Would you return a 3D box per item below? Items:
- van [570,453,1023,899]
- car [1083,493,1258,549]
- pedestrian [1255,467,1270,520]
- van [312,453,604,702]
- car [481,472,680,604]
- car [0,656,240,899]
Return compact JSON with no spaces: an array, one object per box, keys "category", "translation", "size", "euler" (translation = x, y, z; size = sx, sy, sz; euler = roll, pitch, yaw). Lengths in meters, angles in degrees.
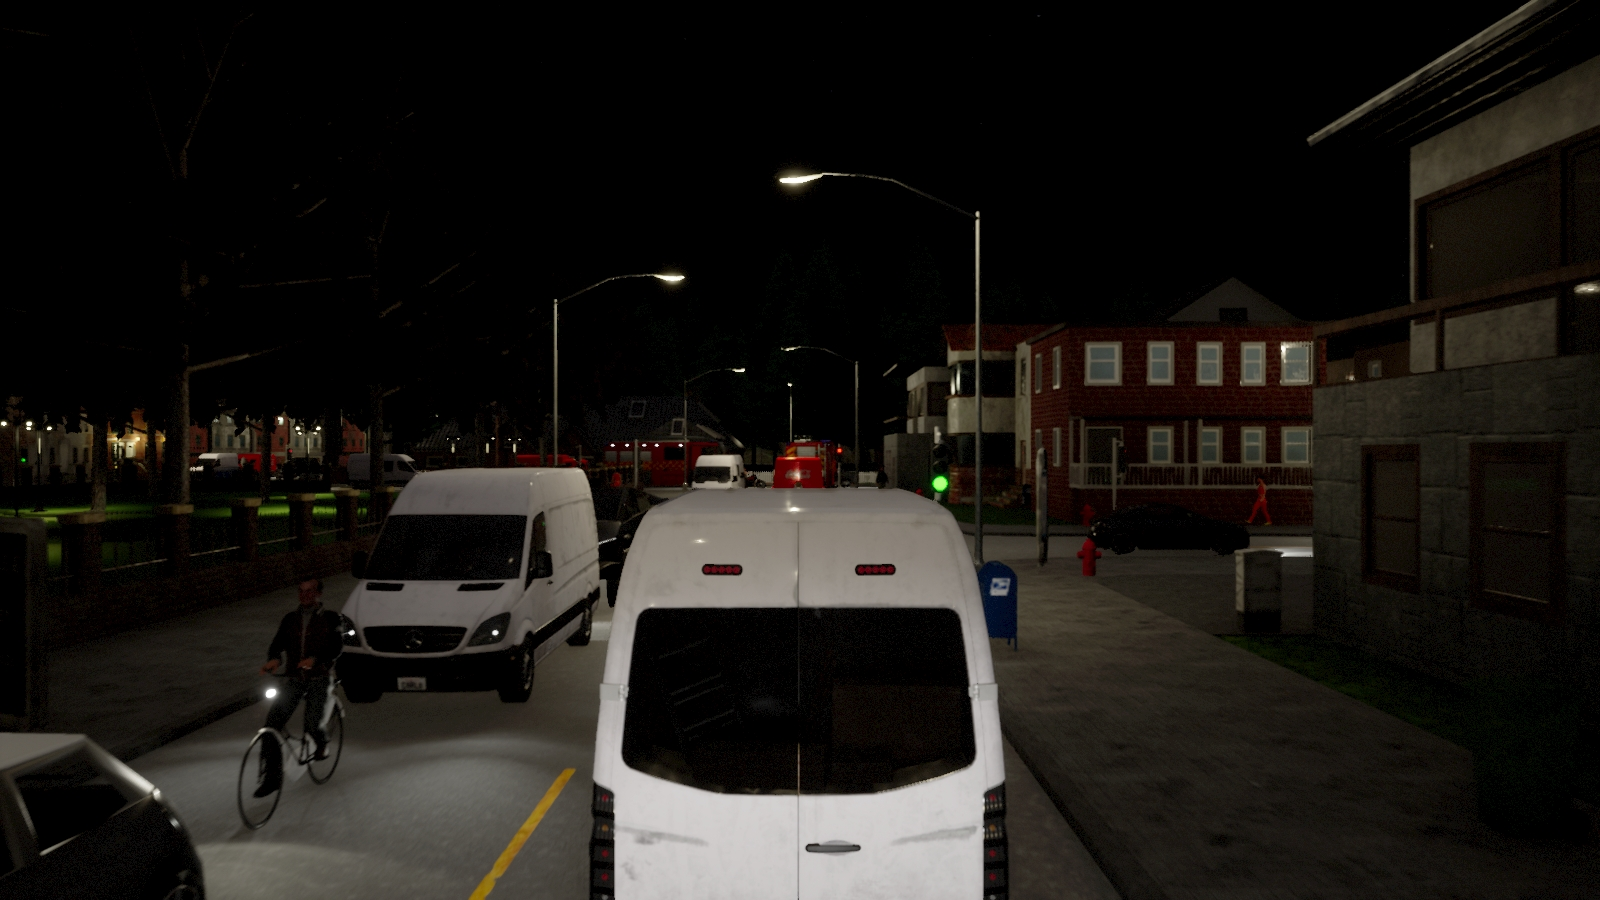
[{"category":"van","translation":[-0.018,1.318,7.982],"size":[1.988,2.561,5.915],"euler":[0,0,0]},{"category":"car","translation":[10.055,1.907,31.287],"size":[4.181,1.385,1.994],"euler":[0,0,3]},{"category":"pedestrian","translation":[16.385,1.528,40.457],"size":[0.375,1.860,0.375],"euler":[0,0,2]},{"category":"van","translation":[-4.026,1.319,14.714],"size":[1.988,2.561,5.915],"euler":[0,0,0]},{"category":"car","translation":[-4.025,1.540,22.365],"size":[2.390,2.098,6.274],"euler":[0,0,3]},{"category":"car","translation":[-4.001,1.846,4.258],"size":[1.970,1.475,3.806],"euler":[0,0,0]}]
